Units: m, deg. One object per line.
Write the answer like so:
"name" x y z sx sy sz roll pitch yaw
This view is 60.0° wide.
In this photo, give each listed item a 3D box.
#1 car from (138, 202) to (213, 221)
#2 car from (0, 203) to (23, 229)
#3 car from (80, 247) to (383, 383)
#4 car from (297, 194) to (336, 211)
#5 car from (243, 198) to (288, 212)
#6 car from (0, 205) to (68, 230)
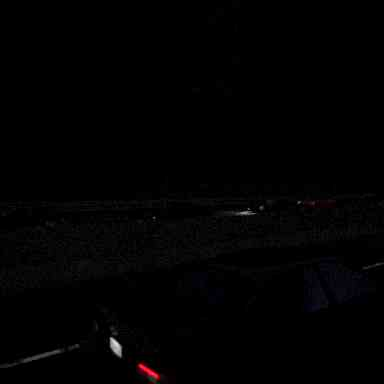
"car" -0.942 1.437 20.518 4.892 1.490 1.837 -1 0 -36
"car" -13.140 1.500 20.160 4.892 1.490 1.837 0 0 -37
"car" 1.309 1.530 4.680 5.357 1.411 2.033 0 0 -36
"car" 13.020 1.093 34.770 4.553 1.767 2.097 -1 0 -35
"car" 7.935 1.327 35.450 5.357 1.411 2.033 -1 0 -35
"car" -9.576 1.475 18.656 4.902 1.511 2.128 -1 0 -35
